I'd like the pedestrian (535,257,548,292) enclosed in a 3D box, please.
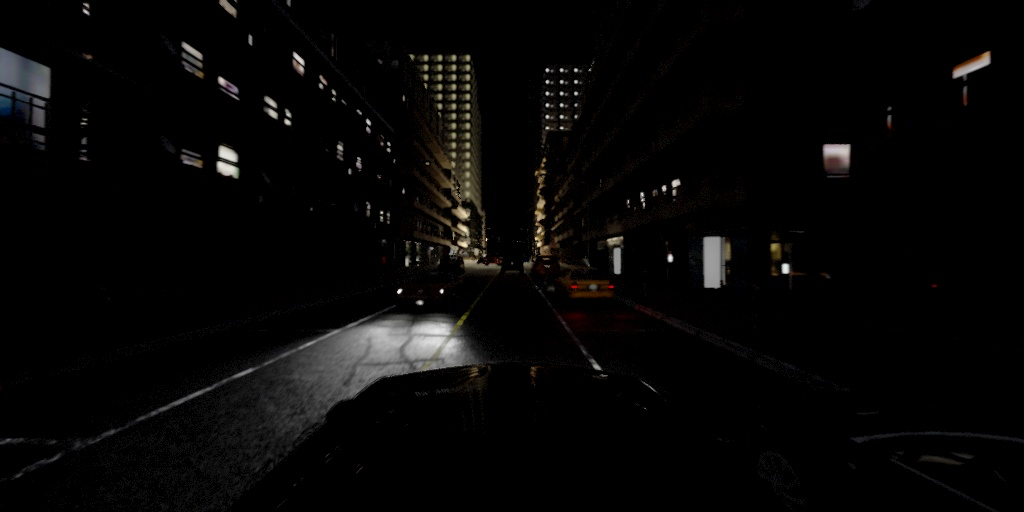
[{"bbox_3d":[1.523,0.923,18.757,0.375,1.860,0.375,1,-1,-1],"label":"pedestrian"}]

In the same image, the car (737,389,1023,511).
[{"bbox_3d":[2.690,1.304,1.210,2.007,1.370,4.403,0,0,0],"label":"car"}]

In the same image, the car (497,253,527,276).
[{"bbox_3d":[0.035,0.736,34.000,2.150,2.045,5.566,0,0,0],"label":"car"}]

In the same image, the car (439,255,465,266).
[{"bbox_3d":[-5.700,0.831,34.398,2.192,1.841,5.009,0,0,0],"label":"car"}]

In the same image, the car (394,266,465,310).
[{"bbox_3d":[-3.103,1.261,14.342,1.895,1.301,4.718,0,0,0],"label":"car"}]

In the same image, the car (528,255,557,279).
[{"bbox_3d":[2.684,0.871,28.912,2.192,1.841,5.009,0,0,0],"label":"car"}]

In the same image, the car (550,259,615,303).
[{"bbox_3d":[2.995,1.106,15.775,1.801,1.575,5.366,0,0,0],"label":"car"}]

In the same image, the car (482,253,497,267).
[{"bbox_3d":[-3.058,0.576,56.752,2.150,2.045,5.566,0,0,1],"label":"car"}]

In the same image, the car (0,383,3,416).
[{"bbox_3d":[-5.691,1.068,1.156,2.192,1.841,5.009,0,0,0],"label":"car"}]
